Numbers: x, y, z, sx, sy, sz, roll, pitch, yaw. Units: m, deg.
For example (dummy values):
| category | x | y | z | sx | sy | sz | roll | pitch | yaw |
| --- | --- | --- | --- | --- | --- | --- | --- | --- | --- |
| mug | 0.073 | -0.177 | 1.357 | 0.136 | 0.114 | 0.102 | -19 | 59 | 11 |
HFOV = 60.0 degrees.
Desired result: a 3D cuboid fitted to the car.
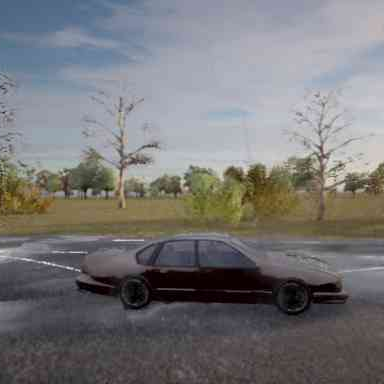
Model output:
| category | x | y | z | sx | sy | sz | roll | pitch | yaw |
| --- | --- | --- | --- | --- | --- | --- | --- | --- | --- |
| car | 0.320 | 1.602 | 7.193 | 5.357 | 1.411 | 2.033 | -1 | 0 | 8 |
